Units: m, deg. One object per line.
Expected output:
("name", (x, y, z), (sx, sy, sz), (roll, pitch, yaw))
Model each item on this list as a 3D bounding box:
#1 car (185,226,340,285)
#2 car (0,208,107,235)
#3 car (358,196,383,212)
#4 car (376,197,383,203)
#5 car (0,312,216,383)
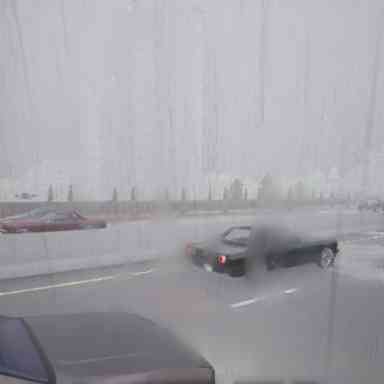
("car", (2.224, 1.631, 9.632), (4.718, 1.301, 1.895), (0, 0, -35))
("car", (-6.773, 1.615, 16.359), (4.718, 1.301, 1.895), (0, 0, -36))
("car", (23.943, 1.490, 44.072), (5.566, 2.045, 2.150), (1, 0, -45))
("car", (45.091, 1.856, 78.674), (1.994, 1.385, 4.181), (0, -1, 17))
("car", (-2.317, 1.544, 2.093), (5.357, 1.411, 2.033), (0, 0, -36))
